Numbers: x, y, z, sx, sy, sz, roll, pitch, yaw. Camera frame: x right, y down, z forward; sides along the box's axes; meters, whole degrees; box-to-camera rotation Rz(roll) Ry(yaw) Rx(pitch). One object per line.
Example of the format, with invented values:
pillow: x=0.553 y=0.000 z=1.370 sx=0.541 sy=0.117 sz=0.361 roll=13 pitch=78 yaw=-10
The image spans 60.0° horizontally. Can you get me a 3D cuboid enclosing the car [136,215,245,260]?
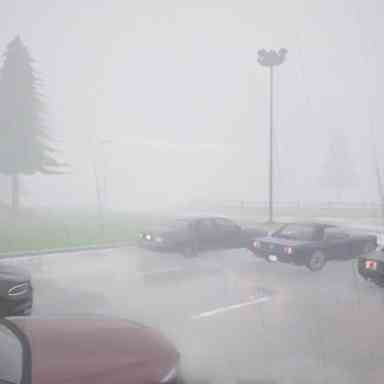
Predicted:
car: x=0.565 y=1.620 z=12.837 sx=5.357 sy=1.411 sz=2.033 roll=1 pitch=0 yaw=-35

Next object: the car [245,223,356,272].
car: x=4.228 y=1.692 z=11.118 sx=4.718 sy=1.301 sz=1.895 roll=1 pitch=0 yaw=-35

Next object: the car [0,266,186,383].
car: x=-2.191 y=1.520 z=2.183 sx=4.674 sy=1.442 sz=1.812 roll=0 pitch=0 yaw=-35

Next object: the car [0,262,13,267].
car: x=-4.910 y=1.464 z=4.544 sx=5.008 sy=1.535 sz=1.882 roll=0 pitch=0 yaw=-35

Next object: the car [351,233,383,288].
car: x=6.215 y=1.692 z=8.240 sx=4.718 sy=1.301 sz=1.895 roll=1 pitch=0 yaw=-35
